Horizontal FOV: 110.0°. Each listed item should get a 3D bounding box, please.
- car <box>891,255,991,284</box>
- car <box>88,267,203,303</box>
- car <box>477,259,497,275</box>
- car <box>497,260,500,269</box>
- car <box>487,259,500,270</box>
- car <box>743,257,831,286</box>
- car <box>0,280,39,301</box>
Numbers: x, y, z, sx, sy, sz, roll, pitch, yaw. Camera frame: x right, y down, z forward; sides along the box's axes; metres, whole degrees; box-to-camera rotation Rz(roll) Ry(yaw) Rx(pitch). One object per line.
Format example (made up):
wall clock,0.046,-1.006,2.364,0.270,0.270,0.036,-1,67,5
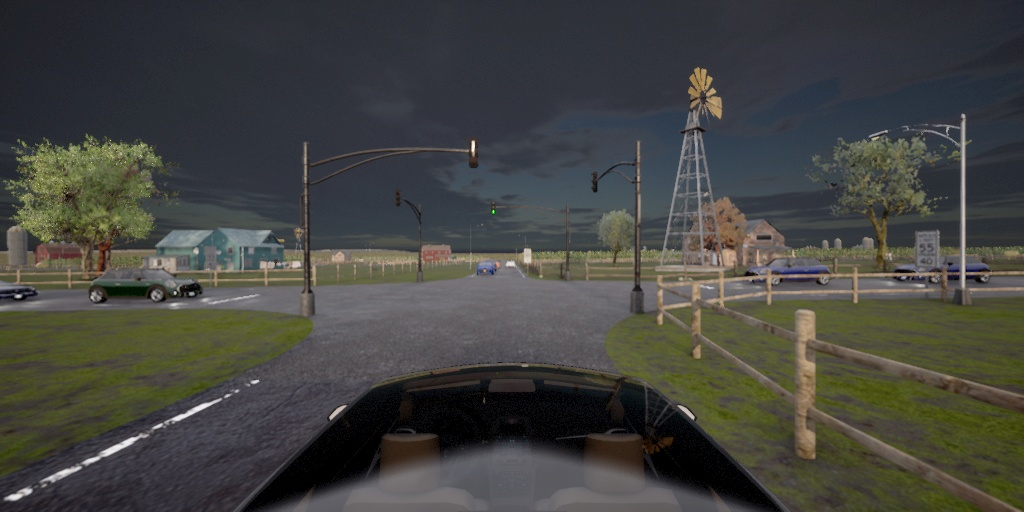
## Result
car,27.131,0.772,22.819,4.553,1.767,2.097,-1,1,0
car,-19.167,1.450,18.929,4.553,1.767,2.097,-1,1,0
car,-3.028,1.403,41.795,1.882,1.535,5.008,0,0,-1
car,-3.094,1.518,51.698,2.033,1.411,5.357,0,0,-1
car,-3.135,1.369,61.732,2.097,1.767,4.553,0,0,0
car,17.331,0.903,22.782,4.553,1.767,2.097,-1,1,0
car,-28.685,1.777,18.888,5.357,1.411,2.033,-1,1,0
